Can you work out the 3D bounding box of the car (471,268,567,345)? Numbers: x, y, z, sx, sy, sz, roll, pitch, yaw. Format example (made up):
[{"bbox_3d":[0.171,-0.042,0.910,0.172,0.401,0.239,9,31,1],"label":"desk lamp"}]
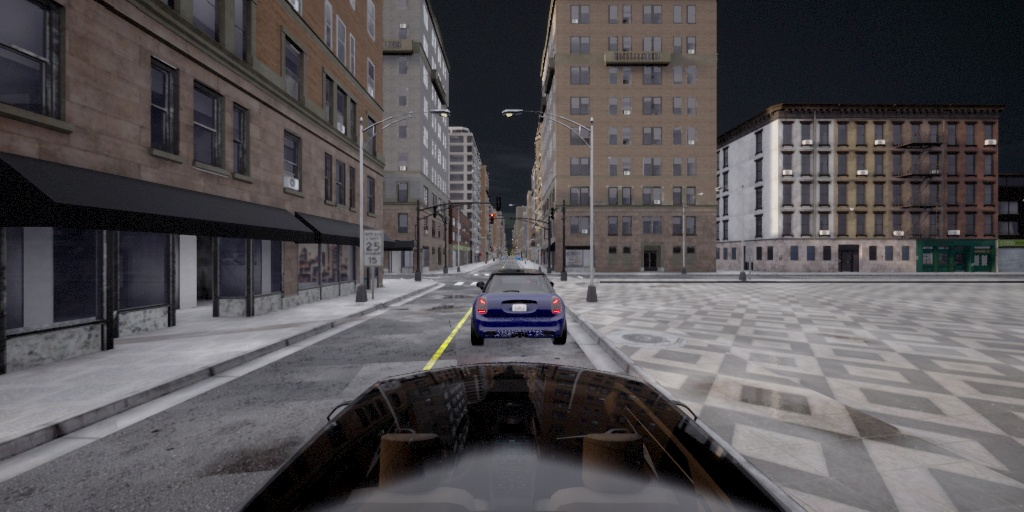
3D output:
[{"bbox_3d":[0.101,1.100,9.622,2.097,1.767,4.553,0,0,-1],"label":"car"}]
